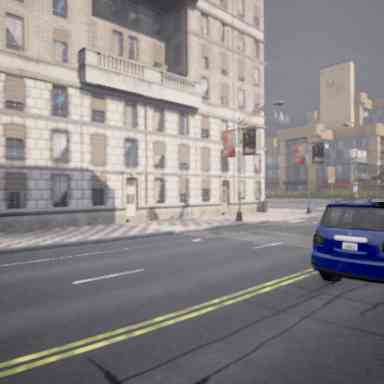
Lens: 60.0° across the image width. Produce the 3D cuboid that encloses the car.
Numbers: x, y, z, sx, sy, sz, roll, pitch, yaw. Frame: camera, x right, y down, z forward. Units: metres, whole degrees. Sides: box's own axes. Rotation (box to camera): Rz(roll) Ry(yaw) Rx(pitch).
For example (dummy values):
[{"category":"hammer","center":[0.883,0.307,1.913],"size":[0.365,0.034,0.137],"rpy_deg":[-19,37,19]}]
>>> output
[{"category":"car","center":[5.209,1.186,8.559],"size":[5.566,2.045,2.150],"rpy_deg":[0,0,-42]}]
